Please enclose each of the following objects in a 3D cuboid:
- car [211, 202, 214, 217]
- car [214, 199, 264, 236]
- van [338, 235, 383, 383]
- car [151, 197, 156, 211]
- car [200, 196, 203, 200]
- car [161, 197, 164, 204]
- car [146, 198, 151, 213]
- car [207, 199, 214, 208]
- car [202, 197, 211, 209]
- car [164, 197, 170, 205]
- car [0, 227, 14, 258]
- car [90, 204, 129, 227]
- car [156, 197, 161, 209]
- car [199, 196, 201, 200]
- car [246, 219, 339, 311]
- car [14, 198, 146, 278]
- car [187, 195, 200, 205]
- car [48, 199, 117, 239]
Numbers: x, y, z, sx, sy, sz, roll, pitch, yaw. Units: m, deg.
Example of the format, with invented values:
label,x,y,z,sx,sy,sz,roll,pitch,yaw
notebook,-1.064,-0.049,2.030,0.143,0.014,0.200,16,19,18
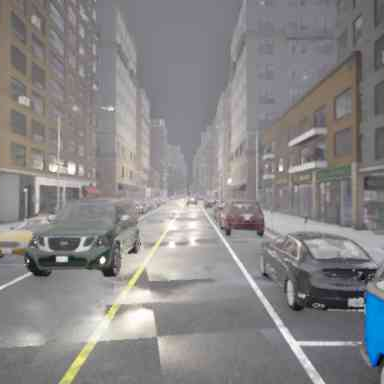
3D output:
label,x,y,z,sx,sy,sz,roll,pitch,yaw
car,2.687,1.616,24.074,1.947,1.339,4.313,0,0,0
car,2.688,1.353,18.584,2.192,1.841,5.009,1,0,0
van,2.684,1.345,2.109,1.690,1.788,3.998,1,0,0
car,-5.837,1.618,40.371,1.752,1.417,4.829,0,0,0
car,2.693,1.673,51.531,1.887,1.381,4.507,0,0,0
car,-5.833,1.568,51.527,1.967,1.590,4.097,0,0,0
car,-5.838,1.518,35.048,1.967,1.590,4.097,1,0,0
car,2.688,1.615,29.566,2.008,1.369,4.403,0,0,0
car,2.692,1.655,46.040,1.887,1.381,4.507,0,0,0
car,-5.830,1.605,62.513,1.967,1.590,4.097,0,0,0
car,-5.845,1.550,12.907,1.752,1.417,4.829,1,0,0
car,-5.842,1.632,24.062,1.802,1.307,4.206,1,0,0
car,-5.835,1.661,46.034,2.008,1.369,4.403,0,0,0
car,2.694,1.697,57.023,2.008,1.369,4.403,0,0,0
car,2.683,1.566,7.600,2.008,1.369,4.403,1,0,0
car,-3.053,1.244,10.618,2.150,2.045,5.566,0,0,0
car,0.021,1.723,60.524,1.994,1.385,4.181,0,0,0
car,-5.842,1.352,18.570,2.192,1.841,5.009,1,0,0
